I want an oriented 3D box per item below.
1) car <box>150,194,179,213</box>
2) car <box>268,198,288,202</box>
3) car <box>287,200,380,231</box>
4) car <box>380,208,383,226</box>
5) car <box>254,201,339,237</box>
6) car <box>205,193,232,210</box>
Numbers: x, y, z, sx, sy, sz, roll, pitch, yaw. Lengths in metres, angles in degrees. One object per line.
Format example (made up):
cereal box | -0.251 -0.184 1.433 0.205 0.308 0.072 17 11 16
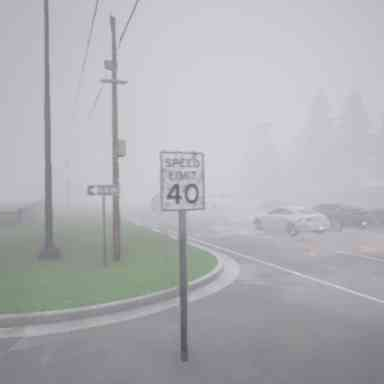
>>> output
car | -3.052 1.220 37.422 2.150 2.045 5.566 -1 0 -22
car | 9.126 1.389 35.396 2.033 1.411 5.357 -1 0 -22
car | 8.047 1.376 19.545 1.837 1.490 4.892 -1 0 -22
car | 12.202 1.169 18.625 2.097 1.767 4.553 -1 0 -22
car | 5.101 1.437 17.504 1.812 1.442 4.674 -1 0 -22
car | 2.937 1.138 41.270 2.150 2.045 5.566 -1 0 -22
